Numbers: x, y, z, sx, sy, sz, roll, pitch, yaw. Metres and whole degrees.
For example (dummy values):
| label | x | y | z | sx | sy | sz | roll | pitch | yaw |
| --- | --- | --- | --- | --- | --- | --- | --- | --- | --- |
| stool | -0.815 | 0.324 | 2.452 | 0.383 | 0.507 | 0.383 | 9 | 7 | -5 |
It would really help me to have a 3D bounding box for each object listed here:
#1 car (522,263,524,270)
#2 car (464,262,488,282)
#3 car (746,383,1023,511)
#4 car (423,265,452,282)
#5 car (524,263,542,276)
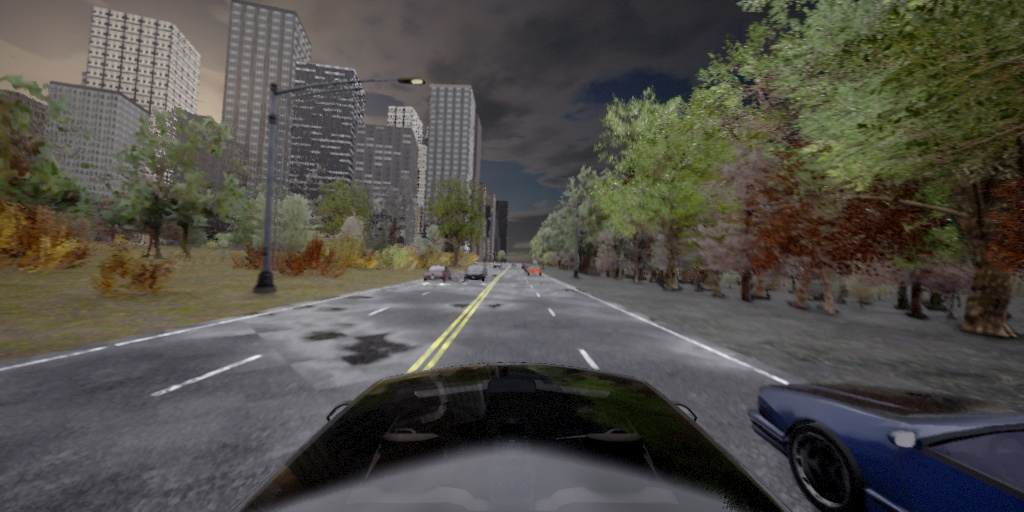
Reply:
| label | x | y | z | sx | sy | sz | roll | pitch | yaw |
| --- | --- | --- | --- | --- | --- | --- | --- | --- | --- |
| car | 3.414 | 2.366 | 65.032 | 1.994 | 1.385 | 4.181 | 1 | 0 | 1 |
| car | -3.356 | 1.524 | 33.882 | 1.882 | 1.535 | 5.008 | 1 | 2 | 1 |
| car | 3.377 | 1.390 | 1.238 | 2.033 | 1.411 | 5.357 | 2 | 0 | 0 |
| car | -6.582 | 1.536 | 32.150 | 1.812 | 1.442 | 4.674 | 2 | -1 | 1 |
| car | 3.323 | 1.987 | 54.002 | 2.097 | 1.767 | 4.553 | 1 | -1 | 1 |
